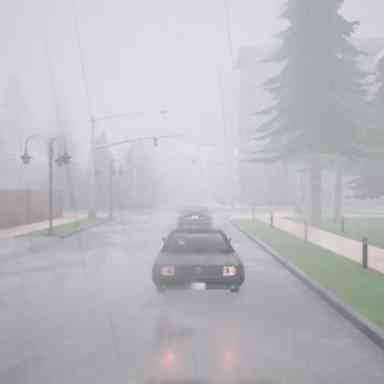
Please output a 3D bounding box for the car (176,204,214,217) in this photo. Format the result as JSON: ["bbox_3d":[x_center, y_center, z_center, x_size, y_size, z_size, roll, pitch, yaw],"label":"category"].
[{"bbox_3d":[0.159,1.468,18.733,1.837,1.490,4.892,0,0,0],"label":"car"}]

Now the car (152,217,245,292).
[{"bbox_3d":[0.131,1.583,8.816,1.895,1.301,4.718,0,0,0],"label":"car"}]
